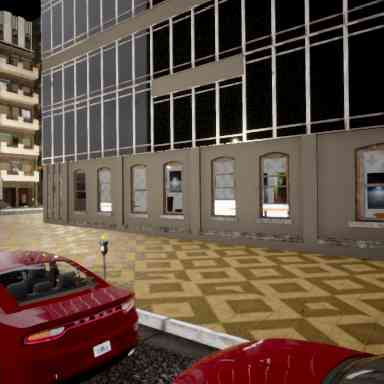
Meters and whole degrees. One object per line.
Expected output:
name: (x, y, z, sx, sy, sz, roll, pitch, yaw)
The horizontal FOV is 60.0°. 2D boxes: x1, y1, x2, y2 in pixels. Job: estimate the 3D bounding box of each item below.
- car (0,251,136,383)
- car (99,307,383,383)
car: (-2.774, 1.546, 4.869, 4.507, 1.381, 1.887, 0, -1, 36)
car: (1.796, 1.545, 1.603, 4.507, 1.381, 1.887, 0, -1, 36)
